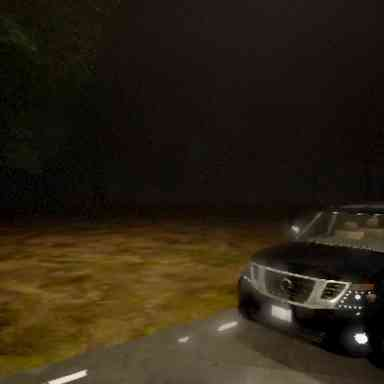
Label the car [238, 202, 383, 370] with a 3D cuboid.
[{"bbox_3d":[3.318,1.229,6.054,5.566,2.045,2.150,0,0,-39],"label":"car"}]
